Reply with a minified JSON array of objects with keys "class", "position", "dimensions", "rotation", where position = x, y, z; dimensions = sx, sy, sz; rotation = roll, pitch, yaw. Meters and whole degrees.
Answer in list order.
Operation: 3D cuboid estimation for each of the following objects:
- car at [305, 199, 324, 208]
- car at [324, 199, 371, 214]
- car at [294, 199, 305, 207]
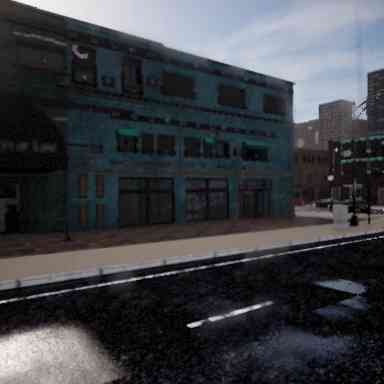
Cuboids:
[{"class":"car","position":[19.314,1.633,48.122],"dimensions":[2.008,1.369,4.403],"rotation":[-2,0,-35]},{"class":"car","position":[17.230,1.672,36.394],"dimensions":[1.947,1.339,4.313],"rotation":[-2,0,-35]},{"class":"car","position":[16.104,1.728,52.632],"dimensions":[1.802,1.307,4.206],"rotation":[-2,0,-35]}]
